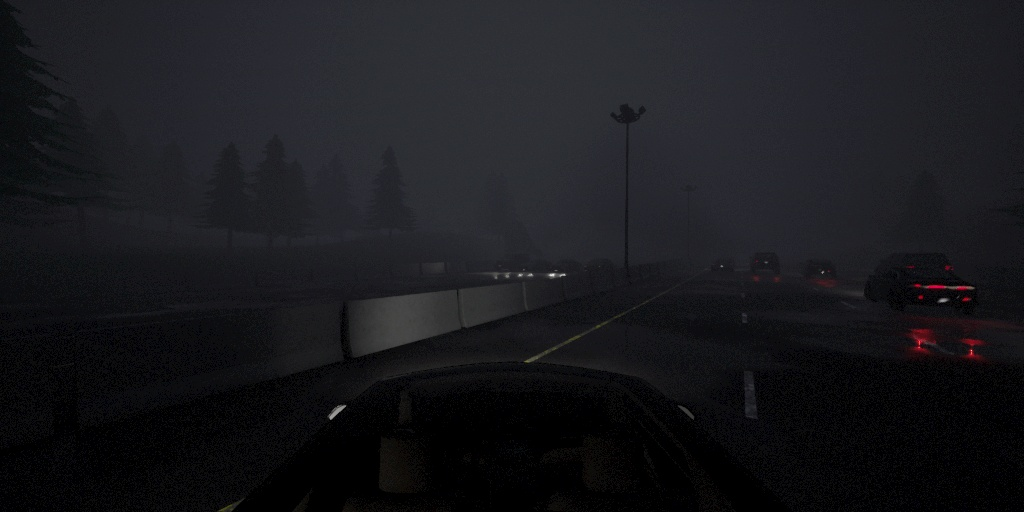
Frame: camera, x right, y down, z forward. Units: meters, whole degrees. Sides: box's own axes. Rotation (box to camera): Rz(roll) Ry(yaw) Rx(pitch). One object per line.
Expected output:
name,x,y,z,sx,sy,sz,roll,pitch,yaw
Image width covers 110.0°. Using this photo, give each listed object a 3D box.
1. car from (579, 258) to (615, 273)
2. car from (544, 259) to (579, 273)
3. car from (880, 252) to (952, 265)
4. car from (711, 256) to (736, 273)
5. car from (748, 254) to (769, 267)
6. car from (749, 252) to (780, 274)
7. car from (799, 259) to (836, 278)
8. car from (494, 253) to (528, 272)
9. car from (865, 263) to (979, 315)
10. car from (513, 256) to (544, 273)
car,8.982,0.982,36.709,1.882,1.535,5.008,0,1,33
car,5.852,1.053,38.315,2.033,1.411,5.357,0,1,33
car,24.853,0.791,22.339,2.150,2.045,5.566,0,1,32
car,21.815,0.955,37.122,1.994,1.385,4.181,0,1,33
car,32.415,0.582,47.240,2.128,1.511,4.902,0,1,32
car,24.399,0.627,34.658,2.150,2.045,5.566,0,1,32
car,25.696,0.968,30.180,1.837,1.490,4.892,0,1,32
car,0.126,0.717,42.348,2.150,2.045,5.566,0,1,33
car,15.061,1.188,13.475,2.128,1.511,4.902,0,0,32
car,2.687,1.056,39.862,2.033,1.411,5.357,0,1,33
